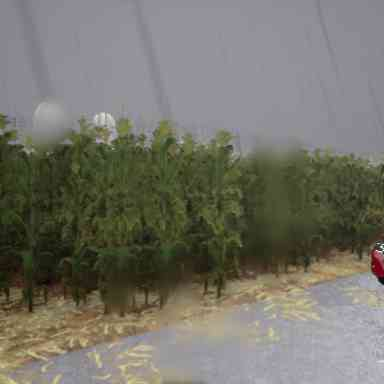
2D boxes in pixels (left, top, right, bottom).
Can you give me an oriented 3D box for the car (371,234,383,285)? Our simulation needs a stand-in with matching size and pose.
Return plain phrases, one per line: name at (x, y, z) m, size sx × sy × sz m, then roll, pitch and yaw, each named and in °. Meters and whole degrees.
car at (6.748, 1.243, 8.295) m, size 5.566 × 2.045 × 2.150 m, roll 0°, pitch 0°, yaw -35°
